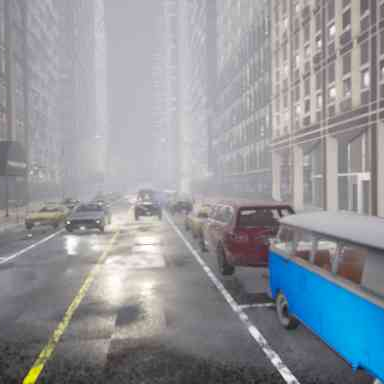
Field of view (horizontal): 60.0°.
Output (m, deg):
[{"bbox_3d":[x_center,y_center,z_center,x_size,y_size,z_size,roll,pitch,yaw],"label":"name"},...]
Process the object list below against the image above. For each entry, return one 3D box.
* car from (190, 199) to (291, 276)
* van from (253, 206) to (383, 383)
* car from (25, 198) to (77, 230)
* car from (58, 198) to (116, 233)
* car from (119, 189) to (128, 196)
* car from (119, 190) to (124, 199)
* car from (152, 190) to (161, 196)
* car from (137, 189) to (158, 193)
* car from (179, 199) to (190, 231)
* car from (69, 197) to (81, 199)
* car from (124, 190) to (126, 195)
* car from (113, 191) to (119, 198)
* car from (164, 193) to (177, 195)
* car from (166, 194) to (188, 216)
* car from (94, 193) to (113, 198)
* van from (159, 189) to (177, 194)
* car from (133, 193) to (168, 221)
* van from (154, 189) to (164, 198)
[{"bbox_3d":[1.473,1.126,9.801,2.192,1.841,5.009,-1,1,-8],"label":"car"},{"bbox_3d":[2.277,1.235,4.160,1.690,1.788,3.998,-1,1,-8],"label":"van"},{"bbox_3d":[-8.402,1.312,19.741,1.752,1.417,4.829,-1,1,-8],"label":"car"},{"bbox_3d":[-5.606,1.313,18.596,2.033,1.411,5.357,-1,1,-8],"label":"car"},{"bbox_3d":[-18.065,0.123,87.598,1.967,1.590,4.097,-1,1,-8],"label":"car"},{"bbox_3d":[-14.851,0.607,65.037,1.887,1.381,4.507,-1,1,-8],"label":"car"},{"bbox_3d":[-8.964,0.202,83.139,1.947,1.339,4.313,-1,1,-8],"label":"car"},{"bbox_3d":[-5.713,0.577,41.755,2.150,2.045,5.566,-1,1,-8],"label":"car"},{"bbox_3d":[0.650,1.250,15.614,1.752,1.417,4.829,-1,1,-8],"label":"car"},{"bbox_3d":[-9.230,1.138,25.551,1.967,1.590,4.097,-1,1,-8],"label":"car"},{"bbox_3d":[-15.653,0.551,70.679,1.802,1.307,4.206,-1,1,-8],"label":"car"},{"bbox_3d":[-13.244,0.828,53.756,1.802,1.307,4.206,-1,1,-8],"label":"car"},{"bbox_3d":[-1.734,1.049,32.371,1.802,1.307,4.206,-1,1,-8],"label":"car"},{"bbox_3d":[-0.932,1.106,26.730,2.008,1.369,4.403,-1,1,-8],"label":"car"},{"bbox_3d":[-11.637,0.995,42.474,1.947,1.339,4.313,-1,1,-8],"label":"car"},{"bbox_3d":[-2.542,0.719,38.007,1.690,1.788,3.998,-1,1,-8],"label":"van"},{"bbox_3d":[-3.158,1.130,23.900,2.128,1.511,4.902,-1,1,-8],"label":"car"},{"bbox_3d":[-6.558,0.261,66.211,1.690,1.788,3.998,-1,1,-8],"label":"van"}]
